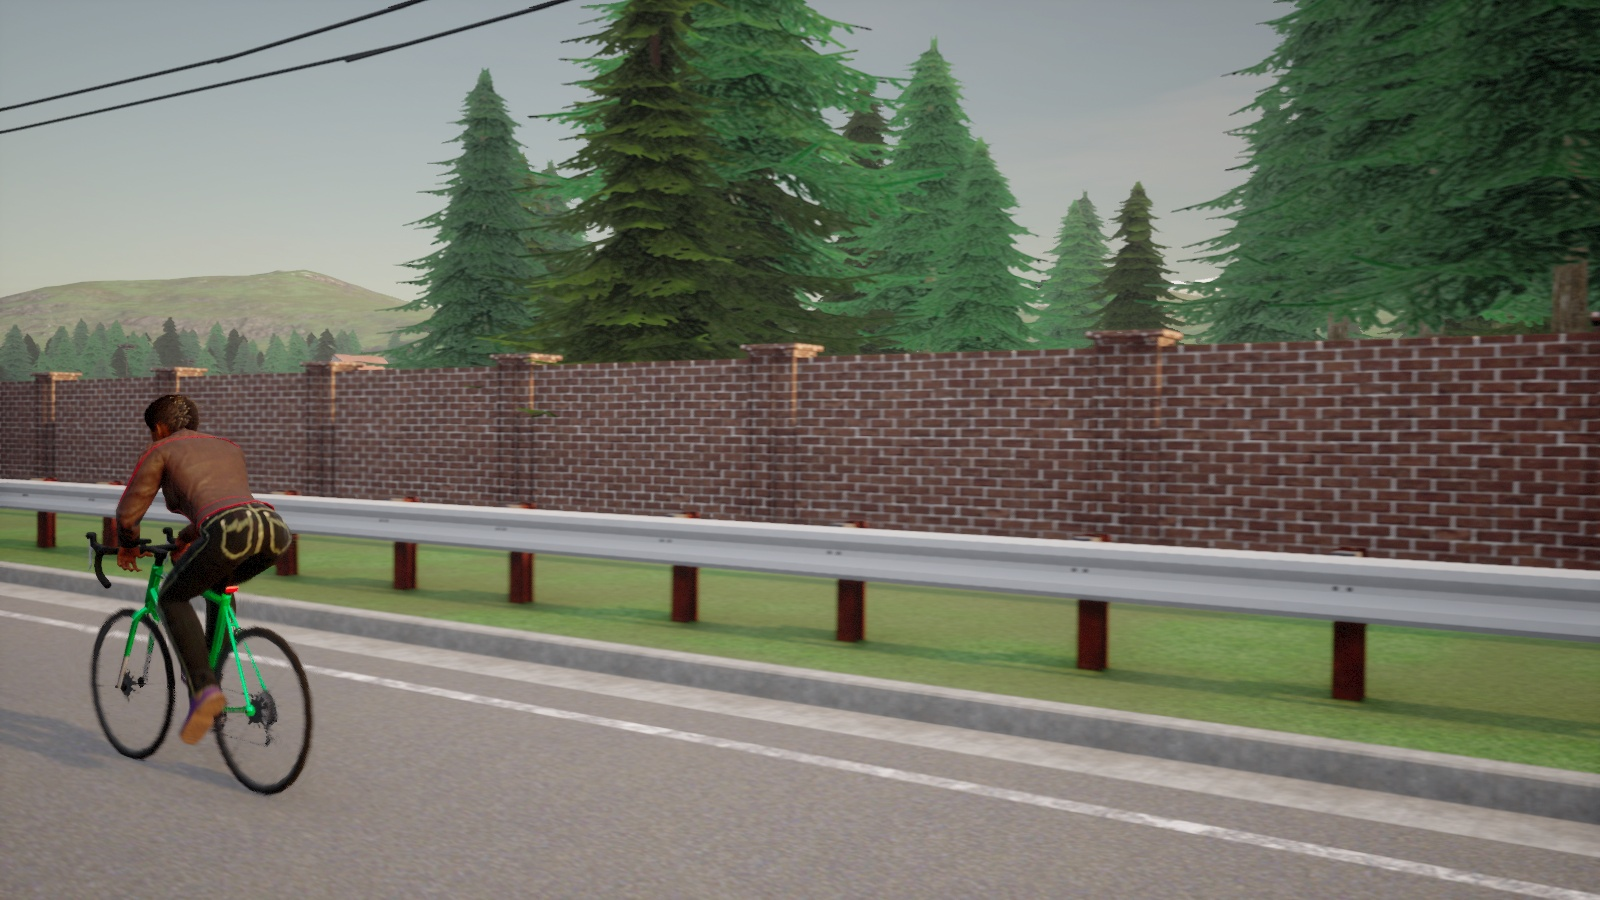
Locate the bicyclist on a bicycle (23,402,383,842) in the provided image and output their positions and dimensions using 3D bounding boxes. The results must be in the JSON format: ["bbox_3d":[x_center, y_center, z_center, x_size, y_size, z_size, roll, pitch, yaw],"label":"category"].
[{"bbox_3d":[-2.560,0.635,5.323,1.656,1.620,0.582,0,1,34],"label":"bicyclist on a bicycle"}]
